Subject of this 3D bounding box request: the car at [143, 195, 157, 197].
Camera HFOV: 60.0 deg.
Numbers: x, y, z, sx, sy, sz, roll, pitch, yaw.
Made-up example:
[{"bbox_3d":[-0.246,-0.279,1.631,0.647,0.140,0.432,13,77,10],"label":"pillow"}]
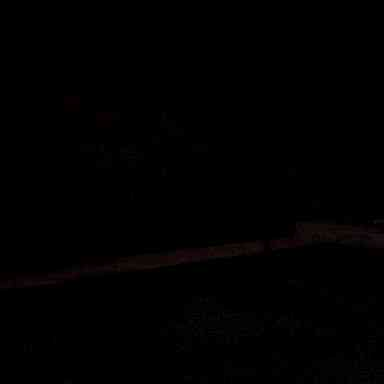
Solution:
[{"bbox_3d":[-5.393,1.190,44.473,2.097,1.767,4.553,0,0,-35],"label":"car"}]
